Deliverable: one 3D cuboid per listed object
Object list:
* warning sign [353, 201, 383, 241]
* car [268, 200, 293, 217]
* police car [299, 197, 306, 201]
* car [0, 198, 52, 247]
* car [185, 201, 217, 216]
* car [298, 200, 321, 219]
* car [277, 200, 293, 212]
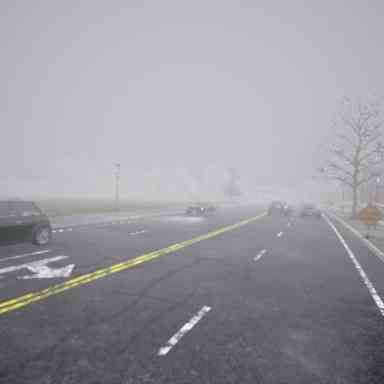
[{"bbox_3d":[9.196,1.486,17.237,1.300,1.860,1.060,4,2,20],"label":"warning sign"},{"bbox_3d":[9.738,1.701,36.941,2.097,1.767,4.553,3,0,19],"label":"car"},{"bbox_3d":[29.126,2.611,85.041,1.930,1.638,5.238,3,0,16],"label":"police car"},{"bbox_3d":[-6.826,0.989,10.755,2.097,1.767,4.553,3,0,21],"label":"car"},{"bbox_3d":[0.957,1.550,31.935,1.895,1.301,4.718,3,0,20],"label":"car"},{"bbox_3d":[12.659,1.981,35.477,2.128,1.511,4.902,3,0,20],"label":"car"},{"bbox_3d":[13.662,2.036,48.693,1.812,1.442,4.674,3,0,19],"label":"car"}]
